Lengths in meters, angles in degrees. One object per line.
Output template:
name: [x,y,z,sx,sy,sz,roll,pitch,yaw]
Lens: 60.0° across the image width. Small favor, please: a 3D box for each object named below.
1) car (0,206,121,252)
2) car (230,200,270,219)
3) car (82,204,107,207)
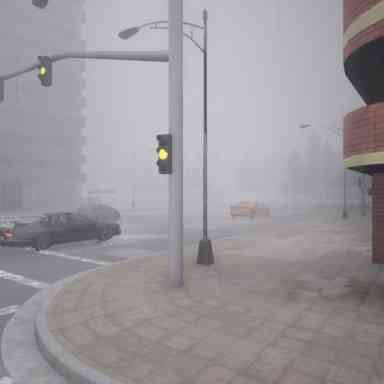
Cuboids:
car: [-5.552,1.551,14.126,2.033,1.411,5.357,0,0,36]
car: [5.131,1.482,28.961,1.882,1.535,5.008,0,0,36]
car: [-7.213,1.571,24.112,1.994,1.385,4.181,0,0,36]
